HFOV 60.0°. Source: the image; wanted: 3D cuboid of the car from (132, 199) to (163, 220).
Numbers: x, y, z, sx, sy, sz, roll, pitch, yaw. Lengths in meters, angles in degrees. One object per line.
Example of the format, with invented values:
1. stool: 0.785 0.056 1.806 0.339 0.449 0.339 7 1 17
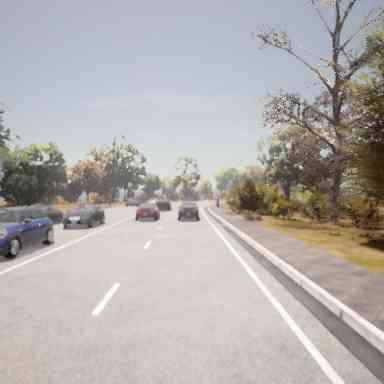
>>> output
1. car: -3.801 1.648 29.131 1.812 1.442 4.674 0 0 -1

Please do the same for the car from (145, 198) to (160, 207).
1. car: -6.959 1.886 58.889 1.812 1.442 4.674 0 0 4

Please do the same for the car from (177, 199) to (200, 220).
1. car: -0.304 1.647 29.566 1.812 1.442 4.674 0 0 -1

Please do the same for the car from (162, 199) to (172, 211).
1. car: -3.841 1.734 46.096 1.882 1.535 5.008 0 -1 1

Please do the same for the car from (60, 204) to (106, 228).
1. car: -7.312 1.579 22.962 2.128 1.511 4.902 0 0 -1

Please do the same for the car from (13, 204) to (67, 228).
1. car: -10.830 1.662 24.050 1.994 1.385 4.181 0 0 -1

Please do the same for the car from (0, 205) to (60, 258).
1. car: -7.151 1.390 12.876 2.097 1.767 4.553 0 0 -1

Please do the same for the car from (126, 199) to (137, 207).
1. car: -10.428 1.930 59.352 1.994 1.385 4.181 0 0 4
